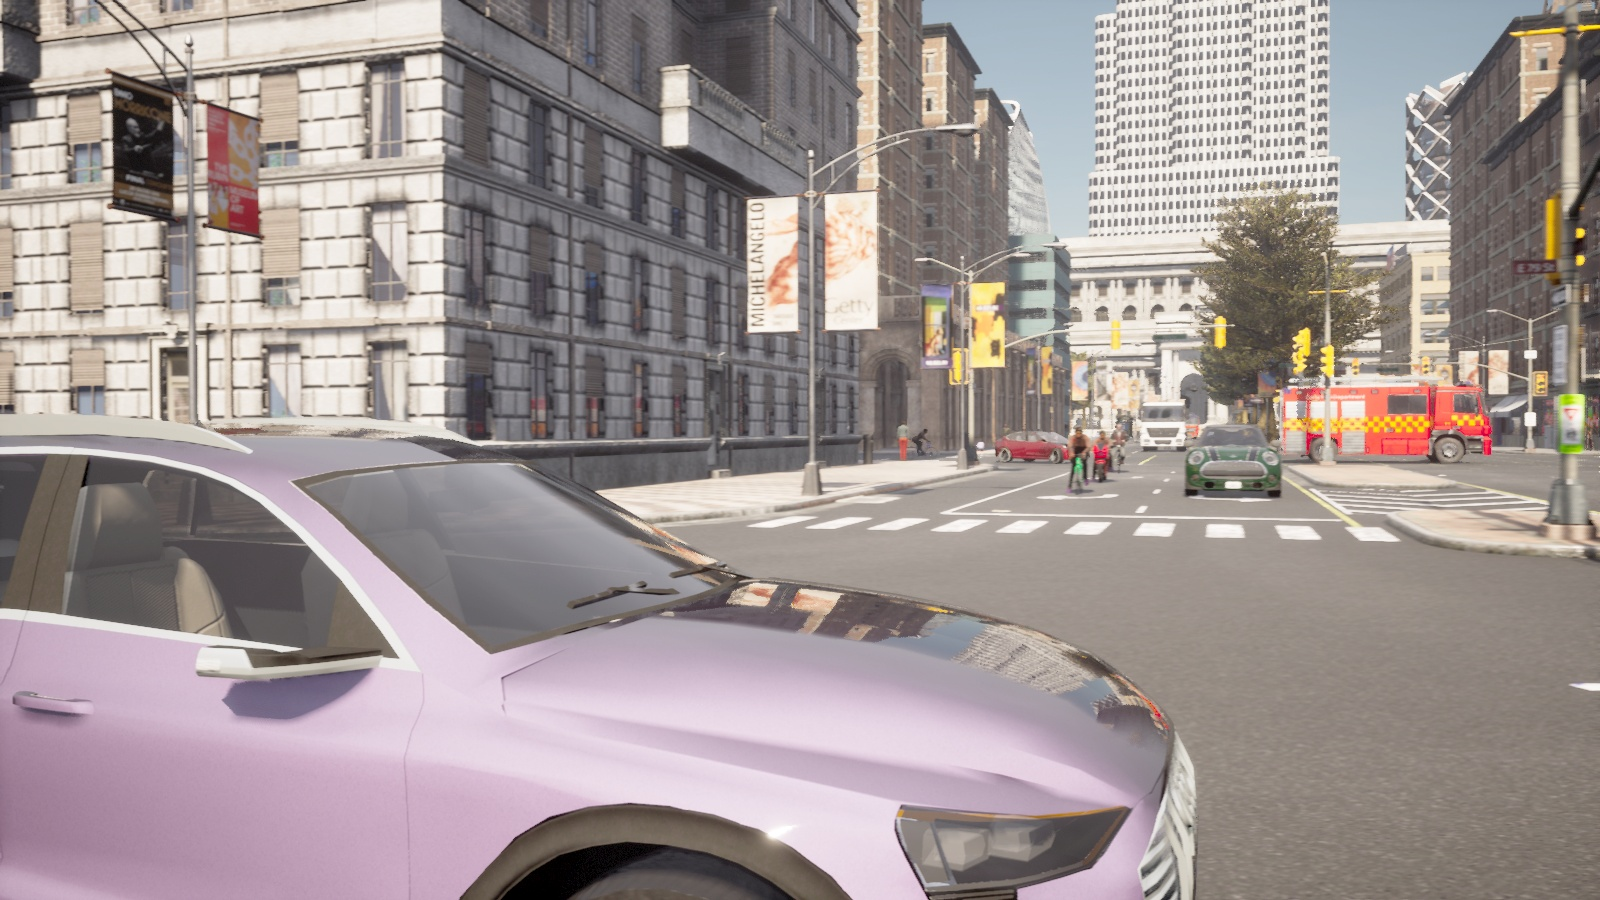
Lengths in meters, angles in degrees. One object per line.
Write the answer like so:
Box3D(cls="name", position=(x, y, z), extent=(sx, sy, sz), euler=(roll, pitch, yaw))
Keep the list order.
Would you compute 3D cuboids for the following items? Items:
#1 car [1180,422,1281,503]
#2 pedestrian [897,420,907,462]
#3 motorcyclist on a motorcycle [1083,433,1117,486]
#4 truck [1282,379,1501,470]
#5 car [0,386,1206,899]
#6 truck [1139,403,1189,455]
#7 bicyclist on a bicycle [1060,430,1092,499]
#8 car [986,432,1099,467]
Box3D(cls="car", position=(10.277, 0.241, 30.114), extent=(2.097, 1.767, 4.553), euler=(1, 1, 18))
Box3D(cls="pedestrian", position=(4.548, -0.397, 56.030), extent=(0.353, 1.847, 0.614), euler=(0, 1, 16))
Box3D(cls="motorcyclist on a motorcycle", position=(8.810, 0.251, 36.889), extent=(0.797, 1.523, 2.044), euler=(1, 1, 18))
Box3D(cls="truck", position=(26.086, -1.135, 55.864), extent=(8.468, 3.827, 2.891), euler=(1, 1, 18))
Box3D(cls="car", position=(-1.388, 0.693, 3.659), extent=(4.856, 1.649, 2.033), euler=(1, 1, 19))
Box3D(cls="truck", position=(25.536, -1.467, 87.879), extent=(2.891, 3.462, 7.936), euler=(1, 1, 19))
Box3D(cls="bicyclist on a bicycle", position=(6.687, 0.318, 30.399), extent=(0.582, 1.620, 1.656), euler=(1, 1, 18))
Box3D(cls="car", position=(11.061, -0.054, 57.574), extent=(2.163, 1.488, 4.792), euler=(0, 1, -39))
